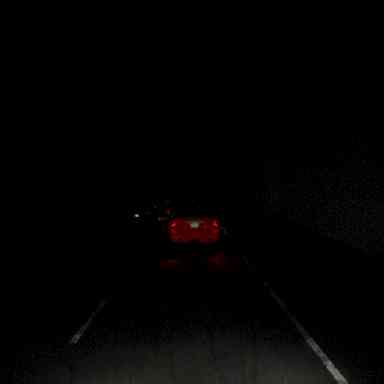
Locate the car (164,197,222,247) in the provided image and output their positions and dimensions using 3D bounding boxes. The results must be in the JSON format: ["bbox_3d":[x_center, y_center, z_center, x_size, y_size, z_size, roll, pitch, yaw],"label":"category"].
[{"bbox_3d":[0.100,1.256,14.561,2.097,1.767,4.553,0,0,0],"label":"car"}]

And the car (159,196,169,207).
[{"bbox_3d":[-3.406,1.256,41.212,1.812,1.442,4.674,0,1,0],"label":"car"}]

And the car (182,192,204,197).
[{"bbox_3d":[0.112,0.980,36.882,2.150,2.045,5.566,0,0,0],"label":"car"}]

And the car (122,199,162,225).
[{"bbox_3d":[-3.398,1.417,22.502,1.994,1.385,4.181,0,0,0],"label":"car"}]
